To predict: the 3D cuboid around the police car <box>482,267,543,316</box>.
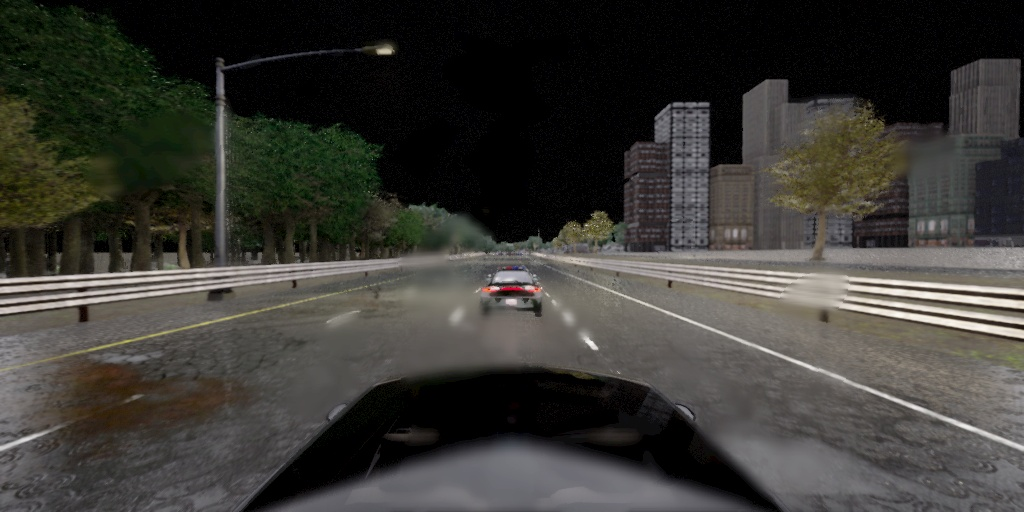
[{"bbox_3d":[0.007,1.178,13.036,2.038,1.542,4.974,0,0,0],"label":"police car"}]
